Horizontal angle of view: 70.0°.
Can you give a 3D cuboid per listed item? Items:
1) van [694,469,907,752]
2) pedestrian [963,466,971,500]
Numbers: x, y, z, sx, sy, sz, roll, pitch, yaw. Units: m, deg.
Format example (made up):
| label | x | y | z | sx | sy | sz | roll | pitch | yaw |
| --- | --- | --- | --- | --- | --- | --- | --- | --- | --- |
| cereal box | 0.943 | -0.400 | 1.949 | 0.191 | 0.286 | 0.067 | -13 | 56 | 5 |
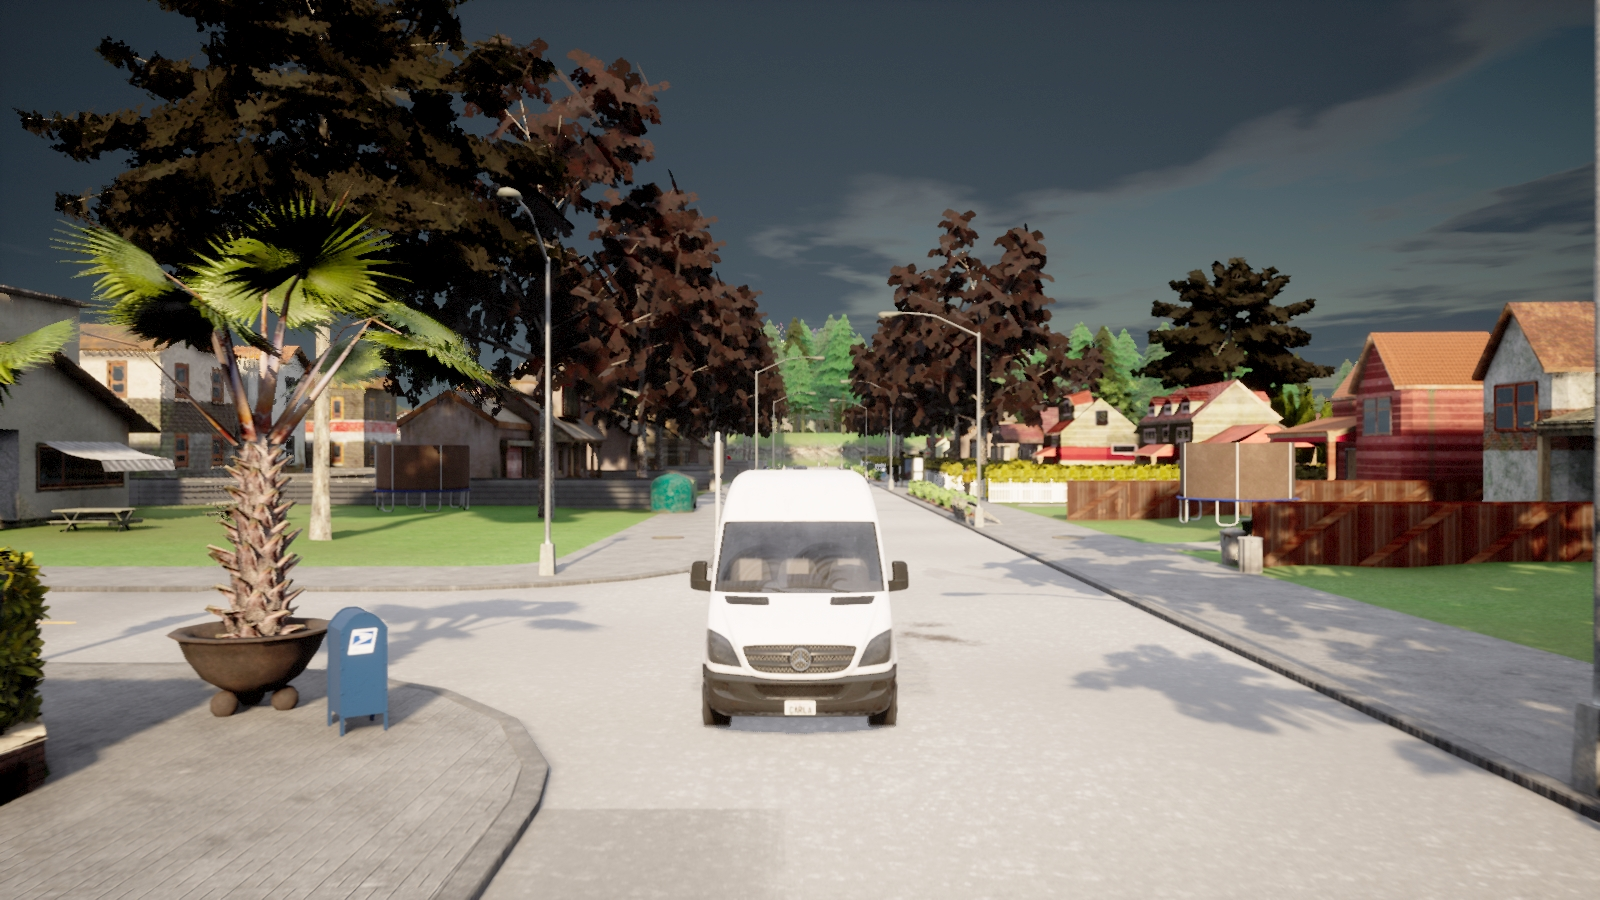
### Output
| label | x | y | z | sx | sy | sz | roll | pitch | yaw |
| --- | --- | --- | --- | --- | --- | --- | --- | --- | --- |
| van | 0.004 | 1.548 | 13.623 | 1.988 | 2.561 | 5.915 | 0 | 0 | 0 |
| pedestrian | 9.167 | 1.798 | 62.705 | 0.375 | 1.860 | 0.375 | 0 | 0 | 1 |
